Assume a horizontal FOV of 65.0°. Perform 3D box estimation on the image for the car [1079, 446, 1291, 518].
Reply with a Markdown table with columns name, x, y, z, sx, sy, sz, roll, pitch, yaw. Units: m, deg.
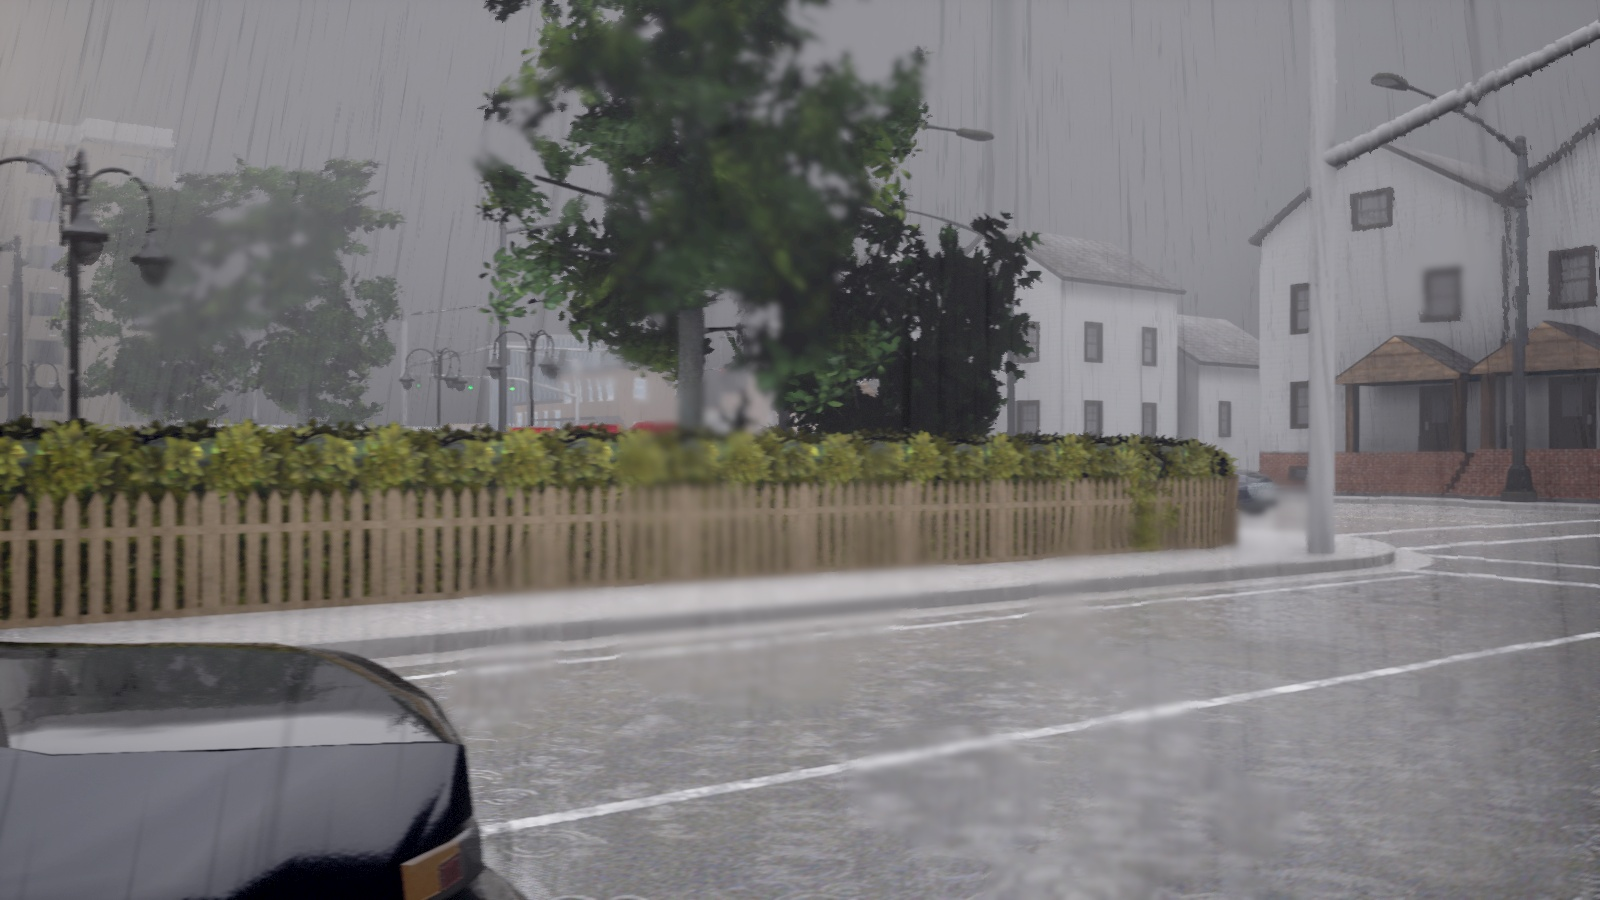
| name | x | y | z | sx | sy | sz | roll | pitch | yaw |
| --- | --- | --- | --- | --- | --- | --- | --- | --- | --- |
| car | 9.499 | 0.734 | 31.364 | 2.033 | 1.649 | 4.856 | 0 | 0 | -35 |

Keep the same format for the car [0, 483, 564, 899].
| name | x | y | z | sx | sy | sz | roll | pitch | yaw |
| --- | --- | --- | --- | --- | --- | --- | --- | --- | --- |
| car | -3.182 | 0.802 | 1.444 | 5.357 | 1.411 | 2.033 | 0 | 0 | -35 |
